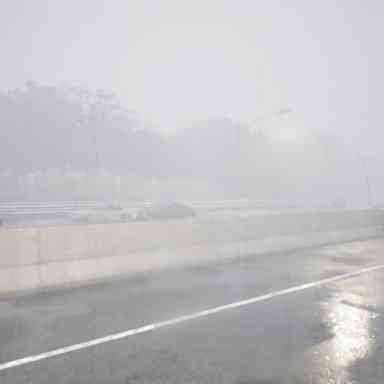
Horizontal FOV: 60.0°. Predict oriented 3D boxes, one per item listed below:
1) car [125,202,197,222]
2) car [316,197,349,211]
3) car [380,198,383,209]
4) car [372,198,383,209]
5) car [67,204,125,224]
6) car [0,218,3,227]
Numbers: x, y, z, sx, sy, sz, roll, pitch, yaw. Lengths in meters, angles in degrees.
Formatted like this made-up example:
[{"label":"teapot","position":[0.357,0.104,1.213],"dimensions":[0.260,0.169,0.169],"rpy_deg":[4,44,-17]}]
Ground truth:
[{"label":"car","position":[-1.946,1.494,24.066],"dimensions":[4.902,1.511,2.128],"rpy_deg":[0,0,-35]},{"label":"car","position":[17.840,1.387,42.272],"dimensions":[4.553,1.767,2.097],"rpy_deg":[0,0,-35]},{"label":"car","position":[27.690,1.539,44.870],"dimensions":[4.902,1.511,2.128],"rpy_deg":[0,0,-34]},{"label":"car","position":[21.811,1.389,36.513],"dimensions":[4.553,1.767,2.097],"rpy_deg":[0,0,-35]},{"label":"car","position":[-6.687,1.601,24.775],"dimensions":[4.718,1.301,1.895],"rpy_deg":[0,0,-37]},{"label":"car","position":[-12.267,1.600,16.710],"dimensions":[4.718,1.301,1.895],"rpy_deg":[0,0,-35]}]
